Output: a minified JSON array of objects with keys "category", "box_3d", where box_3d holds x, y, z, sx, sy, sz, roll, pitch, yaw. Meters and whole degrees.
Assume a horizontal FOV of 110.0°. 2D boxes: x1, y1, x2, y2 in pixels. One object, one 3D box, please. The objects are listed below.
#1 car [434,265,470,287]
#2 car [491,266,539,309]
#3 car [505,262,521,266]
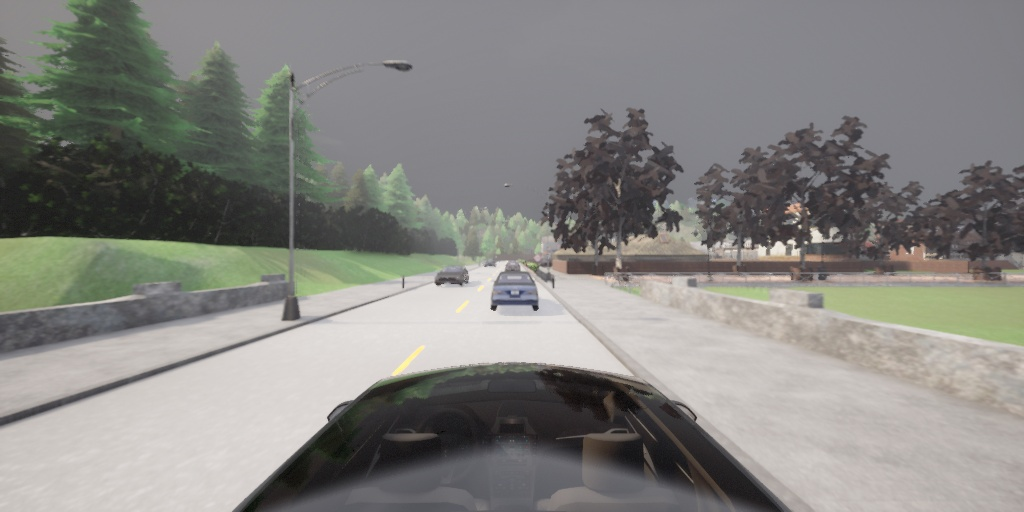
[{"category":"car","box_3d":[-4.103,1.351,25.367,2.033,1.411,5.357,0,0,0]},{"category":"car","box_3d":[0.099,1.328,14.971,2.033,1.411,5.357,0,0,0]},{"category":"car","box_3d":[0.093,1.394,44.094,2.033,1.411,5.357,0,0,0]}]
